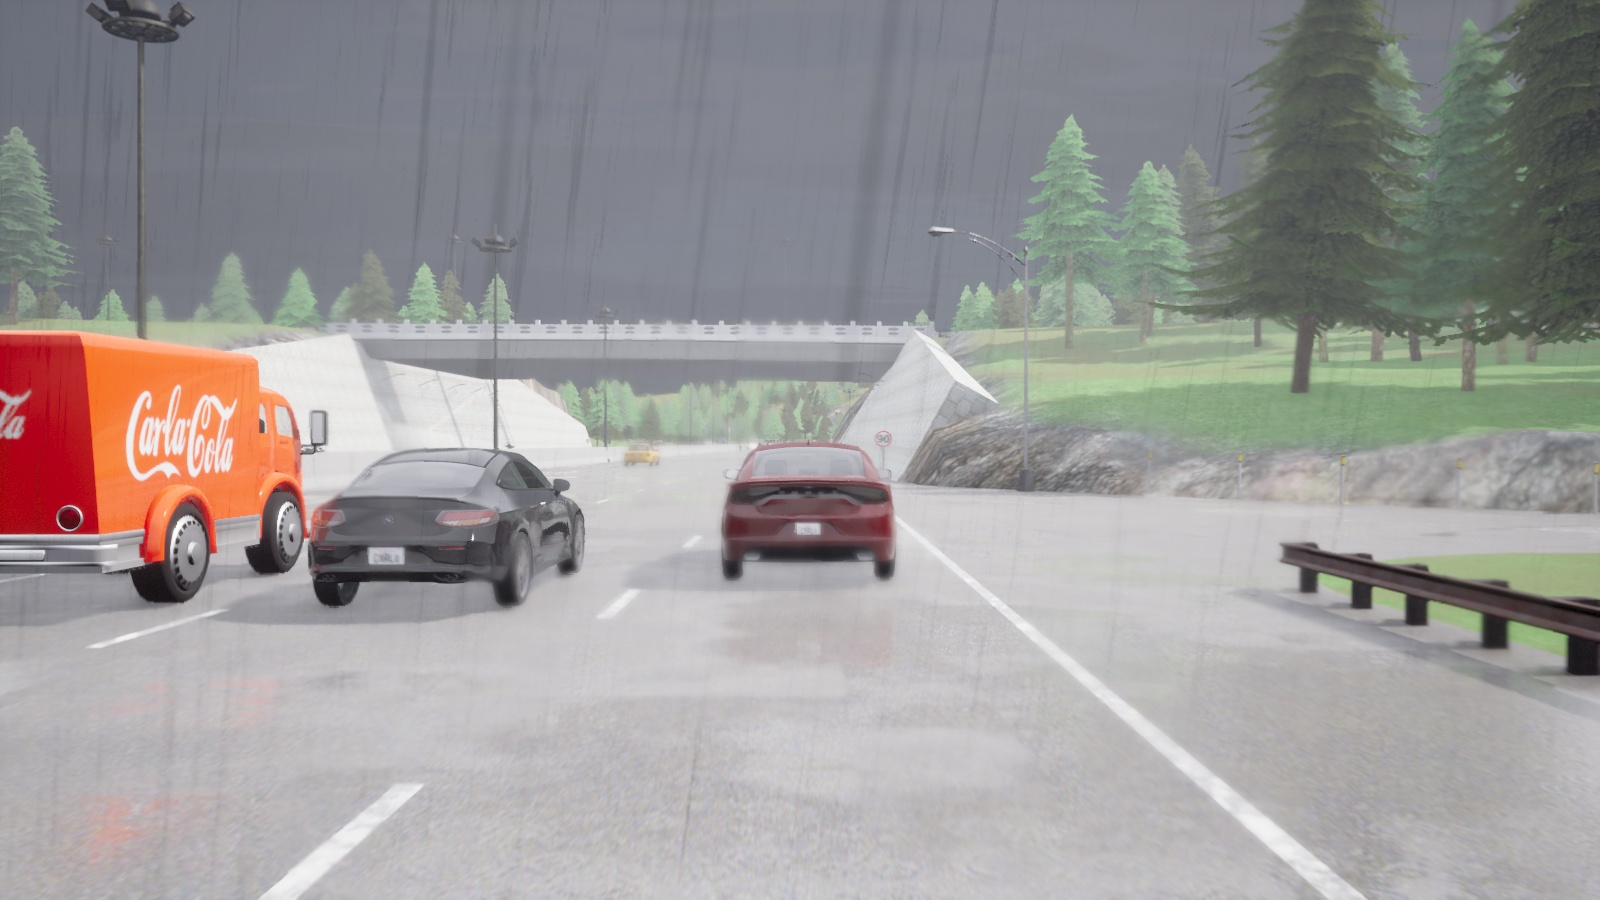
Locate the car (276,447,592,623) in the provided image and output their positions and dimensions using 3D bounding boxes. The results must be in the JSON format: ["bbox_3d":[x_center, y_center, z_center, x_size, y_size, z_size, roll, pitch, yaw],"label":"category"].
[{"bbox_3d":[-3.412,0.698,12.719,1.812,1.442,4.674,0,0,0],"label":"car"}]

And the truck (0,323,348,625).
[{"bbox_3d":[-6.911,0.181,12.895,2.627,2.467,5.204,0,0,0],"label":"truck"}]

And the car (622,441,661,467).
[{"bbox_3d":[-10.030,0.227,79.883,1.801,1.575,5.366,0,0,0],"label":"car"}]

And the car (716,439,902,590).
[{"bbox_3d":[0.102,0.638,15.221,1.882,1.535,5.008,0,0,0],"label":"car"}]
